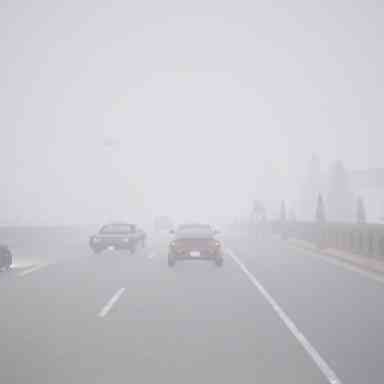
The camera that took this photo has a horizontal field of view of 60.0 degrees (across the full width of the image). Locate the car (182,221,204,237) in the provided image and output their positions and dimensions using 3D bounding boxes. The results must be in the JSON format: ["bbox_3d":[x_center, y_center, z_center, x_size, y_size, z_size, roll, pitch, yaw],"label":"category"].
[{"bbox_3d":[0.109,3.610,32.781,2.033,1.411,5.357,0,-5,0],"label":"car"}]

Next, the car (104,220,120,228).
[{"bbox_3d":[-13.983,5.593,58.365,1.812,1.442,4.674,0,-5,0],"label":"car"}]

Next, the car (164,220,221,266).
[{"bbox_3d":[0.103,1.934,12.963,1.812,1.442,4.674,0,-3,0],"label":"car"}]

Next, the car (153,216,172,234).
[{"bbox_3d":[-3.389,3.963,40.198,2.150,2.045,5.566,0,-5,0],"label":"car"}]

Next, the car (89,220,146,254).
[{"bbox_3d":[-3.396,2.210,16.221,1.895,1.301,4.718,0,-4,0],"label":"car"}]

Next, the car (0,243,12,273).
[{"bbox_3d":[-6.898,1.790,9.258,1.994,1.385,4.181,0,-2,0],"label":"car"}]

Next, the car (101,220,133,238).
[{"bbox_3d":[-6.892,3.419,31.198,1.837,1.490,4.892,0,-5,0],"label":"car"}]
